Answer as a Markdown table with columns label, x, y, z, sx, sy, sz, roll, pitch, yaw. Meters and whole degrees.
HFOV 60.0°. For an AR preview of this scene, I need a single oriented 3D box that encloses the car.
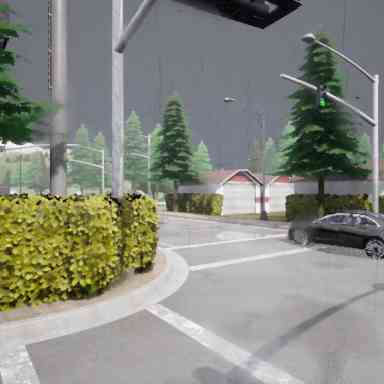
| label | x | y | z | sx | sy | sz | roll | pitch | yaw |
| --- | --- | --- | --- | --- | --- | --- | --- | --- | --- |
| car | 5.914 | 1.455 | 12.517 | 2.128 | 1.511 | 4.902 | 0 | 1 | -36 |
